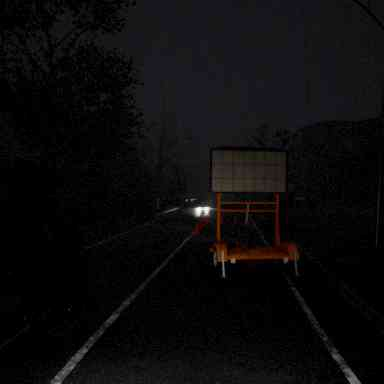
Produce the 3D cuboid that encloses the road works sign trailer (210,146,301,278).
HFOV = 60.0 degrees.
[{"bbox_3d":[1.671,0.441,10.174,2.380,3.560,2.880,1,0,-7],"label":"road works sign trailer"}]

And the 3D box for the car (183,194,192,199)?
[{"bbox_3d":[-1.065,1.172,88.877,1.812,1.442,4.674,-1,0,-12],"label":"car"}]

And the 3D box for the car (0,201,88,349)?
[{"bbox_3d":[-3.274,1.187,4.366,2.150,2.045,5.566,0,0,4],"label":"car"}]

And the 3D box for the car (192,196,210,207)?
[{"bbox_3d":[1.586,1.267,46.222,2.128,1.511,4.902,0,0,4],"label":"car"}]
